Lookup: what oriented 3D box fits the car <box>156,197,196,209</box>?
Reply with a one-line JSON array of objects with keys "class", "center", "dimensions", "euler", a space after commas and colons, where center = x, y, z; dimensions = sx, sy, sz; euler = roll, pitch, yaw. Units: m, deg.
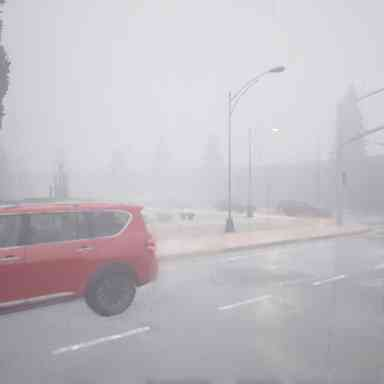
[{"class": "car", "center": [-2.145, 1.522, 45.177], "dimensions": [4.892, 1.490, 1.837], "euler": [0, 0, 38]}]

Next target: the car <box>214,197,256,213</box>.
[{"class": "car", "center": [4.840, 1.565, 38.133], "dimensions": [2.033, 1.411, 5.357], "euler": [0, 0, -38]}]

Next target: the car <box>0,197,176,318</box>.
[{"class": "car", "center": [-3.269, 1.222, 5.962], "dimensions": [5.566, 2.045, 2.150], "euler": [0, 0, -35]}]

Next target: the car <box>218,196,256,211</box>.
[{"class": "car", "center": [5.638, 1.372, 42.441], "dimensions": [2.097, 1.767, 4.553], "euler": [0, 0, -42]}]

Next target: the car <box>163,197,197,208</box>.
[{"class": "car", "center": [-1.793, 1.496, 49.271], "dimensions": [5.008, 1.535, 1.882], "euler": [0, 0, 35]}]

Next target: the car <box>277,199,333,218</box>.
[{"class": "car", "center": [10.476, 1.543, 30.423], "dimensions": [1.812, 1.442, 4.674], "euler": [0, 0, -35]}]

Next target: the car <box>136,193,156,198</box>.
[{"class": "car", "center": [-9.176, 1.239, 61.290], "dimensions": [5.566, 2.045, 2.150], "euler": [0, 0, 22]}]

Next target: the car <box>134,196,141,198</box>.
[{"class": "car", "center": [-10.666, 1.615, 50.505], "dimensions": [4.718, 1.301, 1.895], "euler": [0, 0, 25]}]
